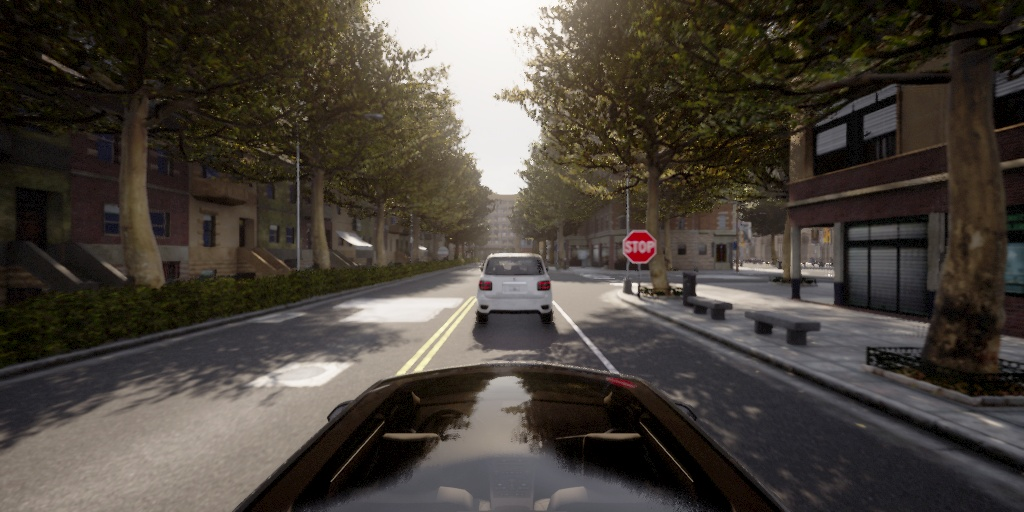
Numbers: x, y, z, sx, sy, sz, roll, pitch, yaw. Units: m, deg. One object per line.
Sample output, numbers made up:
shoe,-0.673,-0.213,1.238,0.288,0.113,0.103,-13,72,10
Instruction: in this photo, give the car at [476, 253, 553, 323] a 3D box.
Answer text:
car,0.082,0.932,12.022,2.150,2.045,5.566,0,0,0

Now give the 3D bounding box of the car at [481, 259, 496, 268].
car,-3.575,1.141,54.970,1.895,1.301,4.718,0,0,0
